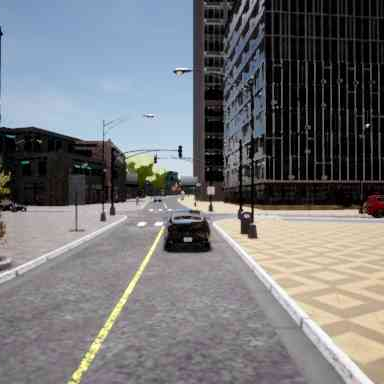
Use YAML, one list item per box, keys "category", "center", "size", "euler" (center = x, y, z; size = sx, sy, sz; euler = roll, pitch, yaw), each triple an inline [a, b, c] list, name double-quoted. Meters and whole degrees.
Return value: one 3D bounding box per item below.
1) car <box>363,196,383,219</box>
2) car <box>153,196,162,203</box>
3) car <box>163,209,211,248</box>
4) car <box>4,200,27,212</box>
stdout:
- category: "car"
  center: [15.765, 1.188, 25.206]
  size: [5.009, 1.841, 2.192]
  euler: [0, -1, 18]
- category: "car"
  center: [-7.443, 1.560, 72.287]
  size: [2.033, 1.411, 5.357]
  euler: [0, 0, -5]
- category: "car"
  center: [-0.226, 1.510, 14.698]
  size: [1.837, 1.490, 4.892]
  euler: [0, 0, -2]
- category: "car"
  center: [-20.555, 1.568, 37.122]
  size: [4.313, 1.339, 1.947]
  euler: [0, -1, 18]
